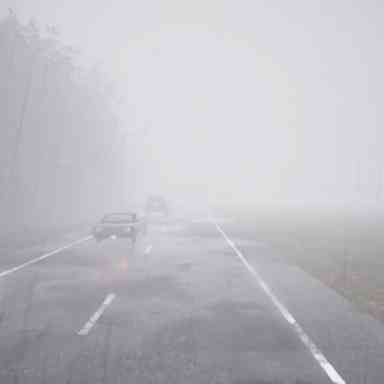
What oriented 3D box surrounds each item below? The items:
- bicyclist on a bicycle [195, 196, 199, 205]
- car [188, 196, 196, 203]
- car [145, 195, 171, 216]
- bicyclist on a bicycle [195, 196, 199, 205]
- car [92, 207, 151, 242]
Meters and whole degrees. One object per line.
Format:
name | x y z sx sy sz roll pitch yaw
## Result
bicyclist on a bicycle | 0.938 1.613 63.823 0.659 1.776 1.843 0 0 0
car | -0.027 1.859 80.564 1.994 1.385 4.181 0 0 0
car | -3.415 1.349 33.719 2.150 2.045 5.566 0 0 0
bicyclist on a bicycle | 0.942 1.660 54.442 0.582 1.620 1.656 0 -1 0
car | -3.405 1.664 16.624 1.895 1.301 4.718 0 0 0
